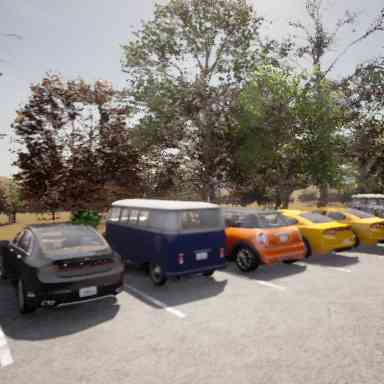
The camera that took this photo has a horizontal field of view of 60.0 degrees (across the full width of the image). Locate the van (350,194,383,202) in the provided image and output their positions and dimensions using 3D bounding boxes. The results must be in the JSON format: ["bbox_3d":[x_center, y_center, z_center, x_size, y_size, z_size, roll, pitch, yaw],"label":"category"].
[{"bbox_3d":[10.247,1.126,17.522,1.878,1.987,4.442,0,0,-36],"label":"van"}]

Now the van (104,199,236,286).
[{"bbox_3d":[-1.026,1.222,9.474,1.878,1.987,4.442,0,0,-36],"label":"van"}]

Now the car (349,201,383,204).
[{"bbox_3d":[8.066,1.372,15.813,2.231,1.521,4.892,0,0,-36],"label":"car"}]

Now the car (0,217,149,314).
[{"bbox_3d":[-3.208,1.468,7.765,2.231,1.521,4.892,0,0,-36],"label":"car"}]

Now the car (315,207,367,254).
[{"bbox_3d":[3.454,1.410,12.522,2.097,1.535,5.008,0,0,-36],"label":"car"}]

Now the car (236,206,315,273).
[{"bbox_3d":[1.315,1.303,10.963,2.185,1.767,4.553,0,0,-36],"label":"car"}]

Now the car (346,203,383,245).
[{"bbox_3d":[5.811,1.390,14.204,2.097,1.535,5.008,0,0,-36],"label":"car"}]
